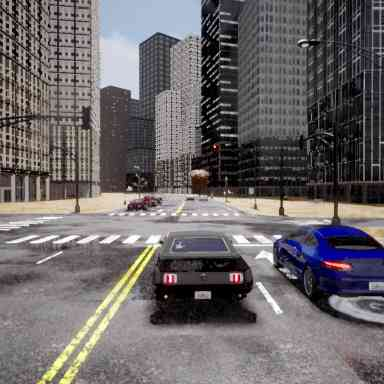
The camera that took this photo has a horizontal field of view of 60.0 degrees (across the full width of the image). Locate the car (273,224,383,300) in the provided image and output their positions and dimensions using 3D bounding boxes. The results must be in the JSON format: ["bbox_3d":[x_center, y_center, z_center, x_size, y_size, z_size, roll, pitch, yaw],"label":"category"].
[{"bbox_3d":[3.349,1.523,8.272,1.812,1.442,4.674,0,0,1],"label":"car"}]

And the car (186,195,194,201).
[{"bbox_3d":[-0.477,1.469,80.459,1.895,1.301,4.718,0,0,-4],"label":"car"}]

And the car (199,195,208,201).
[{"bbox_3d":[2.772,1.397,80.574,1.812,1.442,4.674,0,0,-4],"label":"car"}]

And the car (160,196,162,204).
[{"bbox_3d":[-6.540,1.416,60.902,2.128,1.511,4.902,0,0,0],"label":"car"}]

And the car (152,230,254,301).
[{"bbox_3d":[0.106,1.598,8.302,1.895,1.301,4.718,0,0,-3],"label":"car"}]

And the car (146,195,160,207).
[{"bbox_3d":[-6.551,1.299,50.611,2.097,1.767,4.553,0,0,0],"label":"car"}]

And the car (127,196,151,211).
[{"bbox_3d":[-6.561,1.530,40.362,1.994,1.385,4.181,0,0,0],"label":"car"}]
